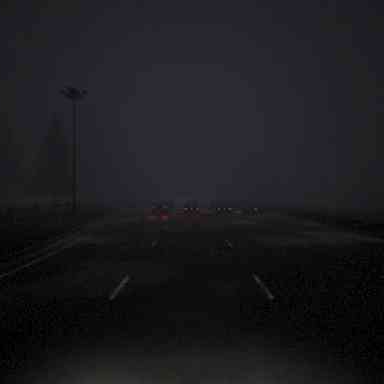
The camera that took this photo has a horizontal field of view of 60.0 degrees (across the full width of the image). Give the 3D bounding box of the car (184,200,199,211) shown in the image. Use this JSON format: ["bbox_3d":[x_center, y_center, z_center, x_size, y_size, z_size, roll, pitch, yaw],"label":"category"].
[{"bbox_3d":[-0.051,1.913,48.315,2.128,1.511,4.902,0,0,0],"label":"car"}]

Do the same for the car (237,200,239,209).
[{"bbox_3d":[6.949,1.947,48.323,1.812,1.442,4.674,0,0,0],"label":"car"}]

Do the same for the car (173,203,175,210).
[{"bbox_3d":[-3.551,1.913,48.312,2.128,1.511,4.902,0,0,0],"label":"car"}]

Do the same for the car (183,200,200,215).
[{"bbox_3d":[-0.040,1.878,37.896,2.033,1.411,5.357,0,0,0],"label":"car"}]

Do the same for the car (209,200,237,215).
[{"bbox_3d":[3.460,1.878,37.899,2.033,1.411,5.357,0,0,0],"label":"car"}]

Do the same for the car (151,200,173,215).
[{"bbox_3d":[-3.541,1.860,38.309,1.812,1.442,4.674,0,0,0],"label":"car"}]

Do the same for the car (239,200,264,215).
[{"bbox_3d":[6.959,1.899,38.320,1.994,1.385,4.181,0,0,0],"label":"car"}]
